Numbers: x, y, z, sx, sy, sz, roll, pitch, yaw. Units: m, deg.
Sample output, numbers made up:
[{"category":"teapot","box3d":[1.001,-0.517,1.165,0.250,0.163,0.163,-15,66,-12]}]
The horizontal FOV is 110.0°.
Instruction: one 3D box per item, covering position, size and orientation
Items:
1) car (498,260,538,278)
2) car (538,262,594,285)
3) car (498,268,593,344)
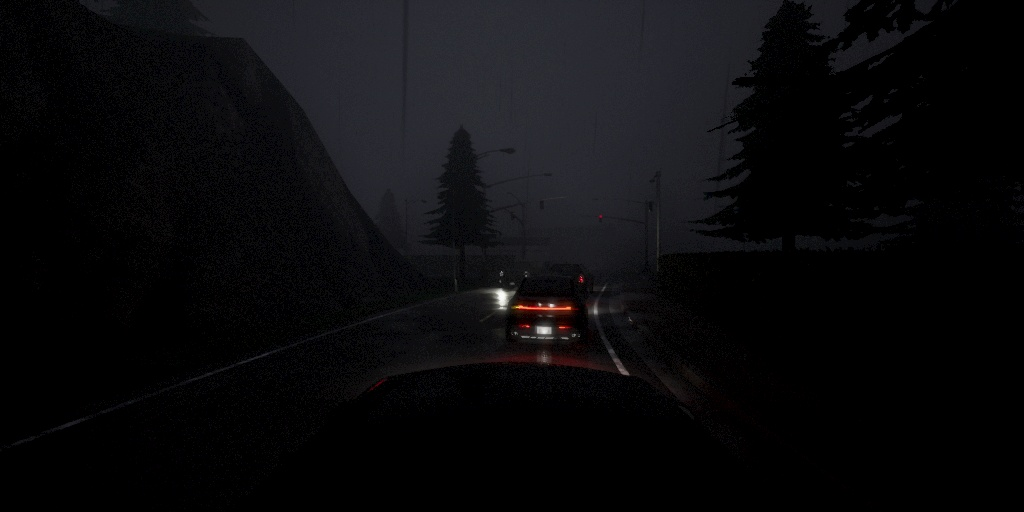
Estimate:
[{"category":"car","box3d":[0.674,1.101,23.759,2.097,1.767,4.553,0,0,17]},{"category":"car","box3d":[3.022,1.102,18.558,2.097,1.767,4.553,0,0,17]},{"category":"car","box3d":[1.020,1.255,9.637,1.837,1.490,4.892,0,0,9]}]
